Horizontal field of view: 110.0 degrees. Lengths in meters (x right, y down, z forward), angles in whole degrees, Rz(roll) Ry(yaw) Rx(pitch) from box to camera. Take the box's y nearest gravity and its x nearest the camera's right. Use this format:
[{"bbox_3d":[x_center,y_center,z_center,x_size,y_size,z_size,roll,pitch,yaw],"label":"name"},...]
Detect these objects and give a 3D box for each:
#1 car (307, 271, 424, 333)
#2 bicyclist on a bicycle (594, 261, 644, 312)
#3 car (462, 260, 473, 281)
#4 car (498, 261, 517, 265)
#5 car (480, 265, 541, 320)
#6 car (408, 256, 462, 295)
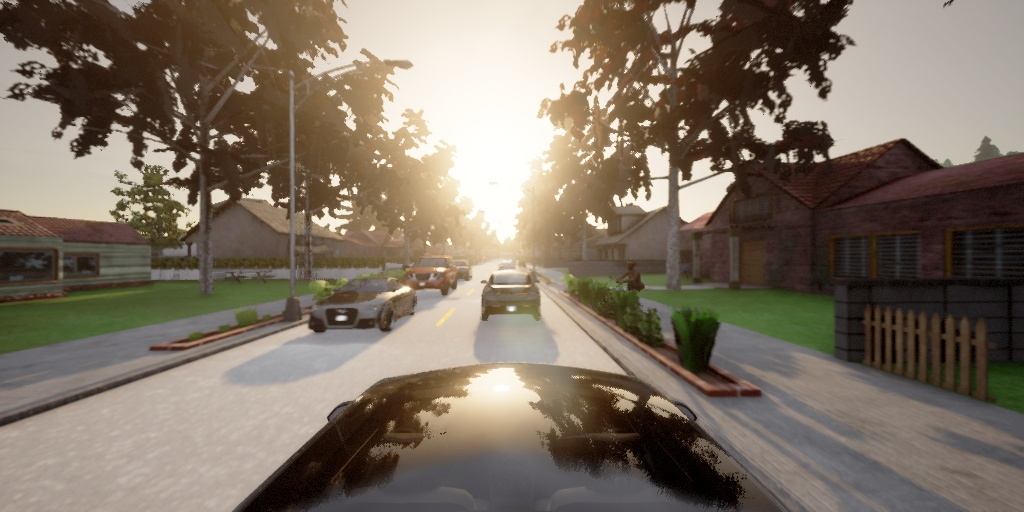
[{"bbox_3d":[-4.224,1.339,10.799,1.994,1.385,4.181,0,0,-1],"label":"car"},{"bbox_3d":[3.188,0.966,10.115,1.656,1.620,0.582,22,2,-17],"label":"bicyclist on a bicycle"},{"bbox_3d":[-4.521,1.122,30.168,2.097,1.767,4.553,0,0,-1],"label":"car"},{"bbox_3d":[-0.504,1.266,38.036,1.812,1.442,4.674,0,0,-1],"label":"car"},{"bbox_3d":[-0.055,1.251,12.650,1.837,1.490,4.892,0,0,-1],"label":"car"},{"bbox_3d":[-4.377,0.994,20.093,2.150,2.045,5.566,0,0,-1],"label":"car"}]
